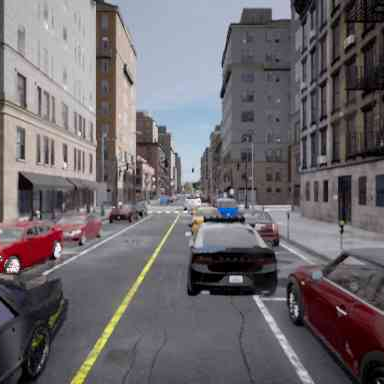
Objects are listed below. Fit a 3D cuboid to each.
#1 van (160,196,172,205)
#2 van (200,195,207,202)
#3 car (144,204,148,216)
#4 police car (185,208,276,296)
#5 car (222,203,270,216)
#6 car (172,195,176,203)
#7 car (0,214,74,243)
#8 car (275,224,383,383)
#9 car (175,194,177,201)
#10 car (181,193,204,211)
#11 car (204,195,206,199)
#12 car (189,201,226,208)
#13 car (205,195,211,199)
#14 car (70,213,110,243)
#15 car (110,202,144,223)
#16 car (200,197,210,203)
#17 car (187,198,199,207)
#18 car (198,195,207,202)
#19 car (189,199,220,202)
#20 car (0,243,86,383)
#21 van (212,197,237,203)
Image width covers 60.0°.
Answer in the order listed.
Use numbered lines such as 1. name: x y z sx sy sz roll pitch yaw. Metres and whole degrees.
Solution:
1. van: -5.278 1.557 63.943 1.690 1.788 3.998 0 0 0
2. van: 2.864 1.626 85.552 1.690 1.788 3.998 0 0 0
3. car: -5.324 1.678 31.979 1.947 1.339 4.313 0 0 0
4. police car: 0.842 1.458 8.891 1.930 1.638 5.238 0 0 0
5. car: 2.667 1.495 15.430 1.967 1.590 4.097 0 0 0
6. car: -5.253 1.817 74.755 1.947 1.339 4.313 0 0 0
7. car: -5.370 1.581 9.934 1.887 1.381 4.507 0 0 0
8. car: 2.644 1.456 4.407 1.967 1.590 4.097 0 0 0
9. car: -5.240 1.813 80.161 1.887 1.381 4.507 0 0 0
10. car: 0.093 1.368 44.360 2.150 2.045 5.566 0 0 0
11. car: 2.846 1.548 69.334 2.192 1.841 5.009 0 0 0
12. car: 0.862 1.524 18.972 1.801 1.575 5.366 0 0 0
13. car: 2.701 1.427 31.963 2.192 1.841 5.009 0 0 0
14. car: -5.358 1.637 15.446 1.802 1.307 4.206 0 0 0
15. car: -5.335 1.638 26.468 1.887 1.381 4.507 0 0 0
16. car: 2.852 1.802 74.739 2.008 1.369 4.403 0 0 0
17. car: 0.117 1.743 57.633 2.033 1.411 5.357 0 0 0
18. car: 2.871 1.617 90.959 2.192 1.841 5.009 0 0 0
19. car: 0.875 1.544 24.971 1.801 1.575 5.366 0 0 0
20. car: -2.744 1.557 2.705 2.033 1.411 5.357 0 0 0
21. van: 2.690 1.434 26.451 1.690 1.788 3.998 0 0 0
